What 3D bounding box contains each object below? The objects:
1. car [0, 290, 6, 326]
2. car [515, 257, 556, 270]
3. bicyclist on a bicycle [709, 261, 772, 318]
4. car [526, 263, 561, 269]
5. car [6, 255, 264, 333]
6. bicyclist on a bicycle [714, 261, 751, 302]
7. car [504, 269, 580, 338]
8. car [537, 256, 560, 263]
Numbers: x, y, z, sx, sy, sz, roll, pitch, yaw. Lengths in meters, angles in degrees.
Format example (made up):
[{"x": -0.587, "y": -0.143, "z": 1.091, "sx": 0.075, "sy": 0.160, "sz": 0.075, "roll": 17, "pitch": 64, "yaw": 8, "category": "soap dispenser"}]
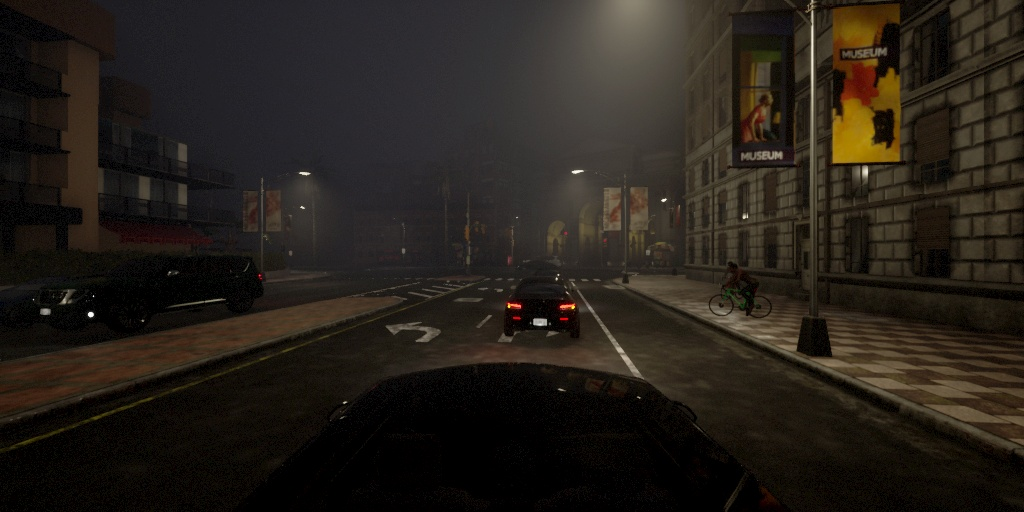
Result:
[{"x": -14.195, "y": 1.297, "z": 11.681, "sx": 2.033, "sy": 1.411, "sz": 5.357, "roll": 0, "pitch": 0, "yaw": 7, "category": "car"}, {"x": 2.747, "y": 1.255, "z": 45.946, "sx": 4.892, "sy": 1.490, "sz": 1.837, "roll": 0, "pitch": -1, "yaw": -16, "category": "car"}, {"x": 6.862, "y": 1.051, "z": 10.824, "sx": 1.656, "sy": 1.620, "sz": 0.582, "roll": 0, "pitch": 0, "yaw": 22, "category": "bicyclist on a bicycle"}, {"x": 1.936, "y": 1.276, "z": 18.952, "sx": 1.812, "sy": 1.442, "sz": 4.674, "roll": 0, "pitch": 0, "yaw": 7, "category": "car"}, {"x": -10.705, "y": 0.971, "z": 11.256, "sx": 2.150, "sy": 2.045, "sz": 5.566, "roll": 0, "pitch": 0, "yaw": 8, "category": "car"}, {"x": 9.284, "y": 1.050, "z": 15.085, "sx": 1.656, "sy": 1.620, "sz": 0.582, "roll": 0, "pitch": 0, "yaw": -28, "category": "bicyclist on a bicycle"}, {"x": 0.885, "y": 1.276, "z": 10.110, "sx": 1.812, "sy": 1.442, "sz": 4.674, "roll": 0, "pitch": 0, "yaw": 7, "category": "car"}, {"x": 4.172, "y": 0.972, "z": 51.236, "sx": 5.566, "sy": 2.045, "sz": 2.150, "roll": 0, "pitch": 0, "yaw": 7, "category": "car"}]
